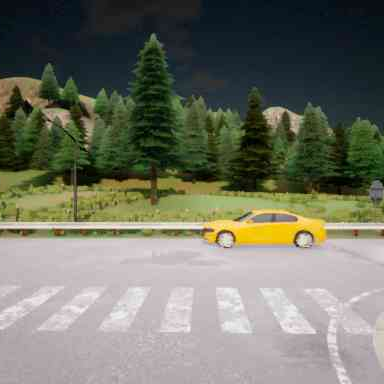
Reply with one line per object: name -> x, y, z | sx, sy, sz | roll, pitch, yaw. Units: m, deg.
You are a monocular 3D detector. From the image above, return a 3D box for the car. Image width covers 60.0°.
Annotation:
car -> 2.953, 1.477, 13.872 | 5.008, 1.535, 1.882 | 0, 0, 1
